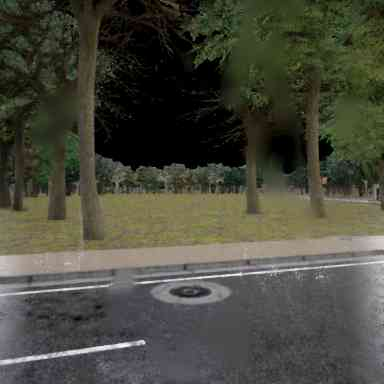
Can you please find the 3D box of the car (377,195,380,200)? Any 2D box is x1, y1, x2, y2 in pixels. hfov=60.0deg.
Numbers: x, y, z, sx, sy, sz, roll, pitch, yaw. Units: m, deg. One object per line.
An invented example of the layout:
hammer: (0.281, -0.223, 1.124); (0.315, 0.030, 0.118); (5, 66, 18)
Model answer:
car: (45.468, 1.254, 79.949); (1.994, 1.385, 4.181); (0, 0, 5)
